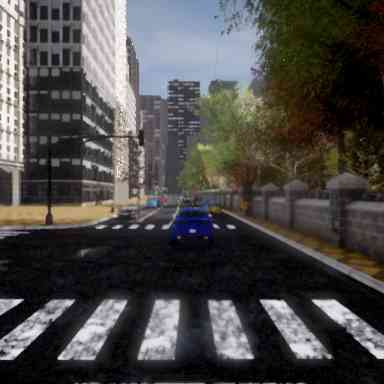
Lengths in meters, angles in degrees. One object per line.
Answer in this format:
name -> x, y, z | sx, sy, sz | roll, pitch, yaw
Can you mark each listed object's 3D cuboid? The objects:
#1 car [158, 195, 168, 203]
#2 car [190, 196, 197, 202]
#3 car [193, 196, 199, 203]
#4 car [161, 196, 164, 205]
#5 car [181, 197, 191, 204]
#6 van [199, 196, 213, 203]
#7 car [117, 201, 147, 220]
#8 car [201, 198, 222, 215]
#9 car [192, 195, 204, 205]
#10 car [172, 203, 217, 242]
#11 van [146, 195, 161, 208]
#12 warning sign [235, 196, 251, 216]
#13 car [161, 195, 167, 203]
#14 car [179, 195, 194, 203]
car -> -7.406, 1.701, 85.180 | 2.192, 1.841, 5.009 | 0, 0, -3
car -> 0.346, 1.933, 91.205 | 1.752, 1.417, 4.829 | 0, 0, -3
car -> 1.657, 1.797, 57.943 | 1.752, 1.417, 4.829 | 0, 0, -2
car -> -6.358, 1.817, 57.459 | 1.887, 1.381, 4.507 | 0, 0, -2
car -> -1.338, 1.753, 70.560 | 1.895, 1.301, 4.718 | 0, 0, -2
van -> 2.099, 1.539, 41.147 | 1.690, 1.788, 3.998 | 0, 0, -1
car -> -5.565, 1.697, 29.739 | 2.008, 1.369, 4.403 | 0, 0, -1
car -> 2.210, 1.698, 35.773 | 1.752, 1.417, 4.829 | 0, 0, -1
car -> 1.291, 1.633, 68.865 | 2.192, 1.841, 5.009 | 0, 0, -2
car -> 0.013, 1.558, 16.800 | 1.882, 1.535, 5.008 | 0, 0, -1
van -> -6.196, 1.589, 51.916 | 1.690, 1.788, 3.998 | 0, 0, -2
warning sign -> 4.685, 1.263, 30.518 | 1.300, 1.860, 1.060 | 0, 0, -1
car -> -6.728, 1.863, 68.549 | 1.887, 1.381, 4.507 | 0, 0, -2
car -> -0.976, 1.773, 60.105 | 2.128, 1.511, 4.902 | 0, 0, -2
